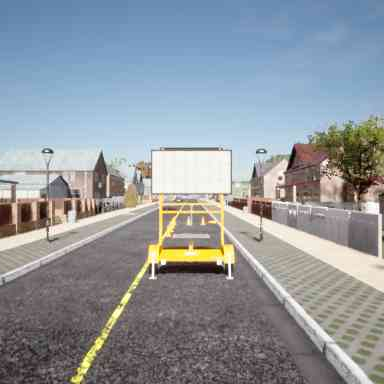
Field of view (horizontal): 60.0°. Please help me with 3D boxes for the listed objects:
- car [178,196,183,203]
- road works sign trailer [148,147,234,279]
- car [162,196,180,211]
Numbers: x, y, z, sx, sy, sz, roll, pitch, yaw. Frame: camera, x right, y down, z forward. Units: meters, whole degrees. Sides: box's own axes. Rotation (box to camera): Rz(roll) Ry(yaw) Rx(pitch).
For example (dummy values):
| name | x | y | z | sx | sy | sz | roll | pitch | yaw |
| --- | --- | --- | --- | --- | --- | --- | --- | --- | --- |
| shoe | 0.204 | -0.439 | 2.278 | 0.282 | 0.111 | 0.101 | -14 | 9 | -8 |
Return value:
| name | x | y | z | sx | sy | sz | roll | pitch | yaw |
| --- | --- | --- | --- | --- | --- | --- | --- | --- | --- |
| car | -2.964 | 1.739 | 77.579 | 2.128 | 1.511 | 4.902 | 0 | 0 | 0 |
| road works sign trailer | -0.015 | 0.471 | 10.023 | 2.380 | 3.560 | 2.880 | 0 | 0 | 0 |
| car | -2.965 | 1.626 | 41.862 | 2.033 | 1.411 | 5.357 | 0 | 0 | 0 |
